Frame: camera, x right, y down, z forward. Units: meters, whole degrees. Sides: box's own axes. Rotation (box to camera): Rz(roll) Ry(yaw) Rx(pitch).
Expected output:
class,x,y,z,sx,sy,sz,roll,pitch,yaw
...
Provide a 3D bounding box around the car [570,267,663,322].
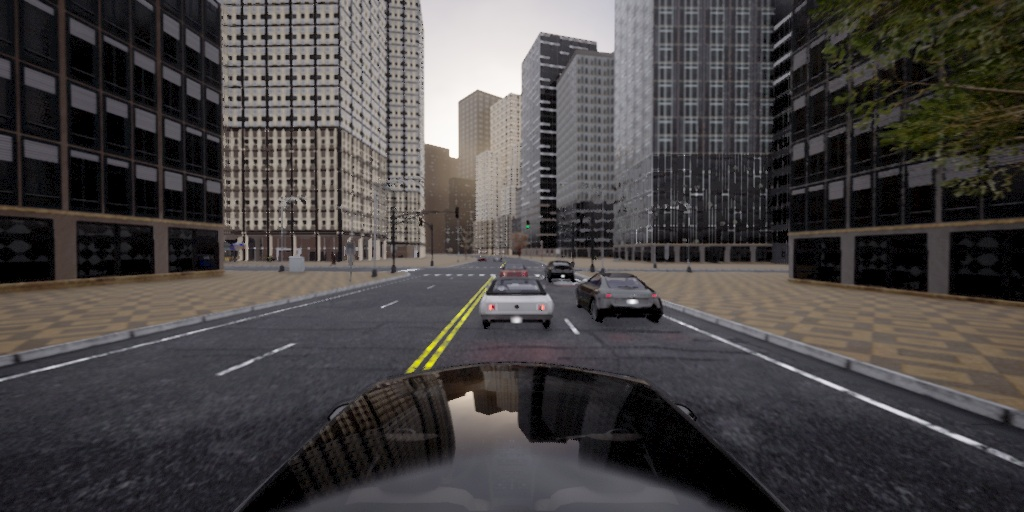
class,x,y,z,sx,sy,sz,roll,pitch,yaw
car,3.372,1.241,12.020,1.994,1.385,4.181,0,0,0

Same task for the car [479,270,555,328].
class,x,y,z,sx,sy,sz,roll,pitch,yaw
car,0.120,1.285,11.075,1.895,1.301,4.718,0,0,0

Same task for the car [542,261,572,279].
class,x,y,z,sx,sy,sz,roll,pitch,yaw
car,3.402,1.075,26.335,1.837,1.490,4.892,0,0,0

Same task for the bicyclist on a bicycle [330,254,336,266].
class,x,y,z,sx,sy,sz,roll,pitch,yaw
bicyclist on a bicycle,-24.608,0.527,49.275,0.582,1.620,1.656,0,1,2

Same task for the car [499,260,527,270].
class,x,y,z,sx,sy,sz,roll,pitch,yaw
car,0.150,1.177,25.617,1.895,1.301,4.718,0,0,0

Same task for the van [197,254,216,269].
class,x,y,z,sx,sy,sz,roll,pitch,yaw
van,-33.860,0.698,38.211,3.998,1.789,1.690,0,0,2
